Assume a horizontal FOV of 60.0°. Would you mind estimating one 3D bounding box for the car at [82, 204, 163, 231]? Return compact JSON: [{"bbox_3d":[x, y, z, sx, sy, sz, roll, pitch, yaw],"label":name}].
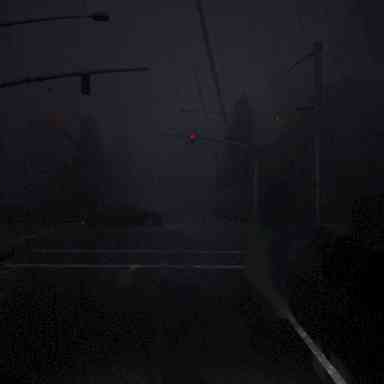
[{"bbox_3d":[-4.197,1.507,20.457,4.892,1.490,1.837,-1,1,-23],"label":"car"}]
